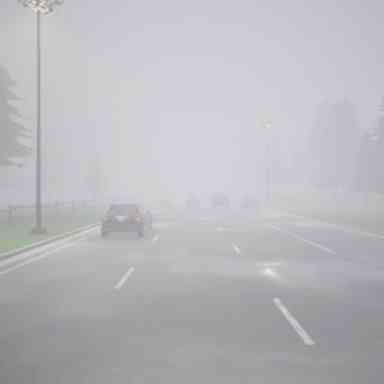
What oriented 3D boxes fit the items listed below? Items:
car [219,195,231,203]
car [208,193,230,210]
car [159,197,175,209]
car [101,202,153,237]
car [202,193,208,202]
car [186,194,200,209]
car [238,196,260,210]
[{"bbox_3d":[7.006,1.488,71.544,2.128,1.511,4.902,0,0,0],"label":"car"},{"bbox_3d":[3.600,1.199,42.841,2.150,2.045,5.566,0,0,0],"label":"car"},{"bbox_3d":[-3.399,1.455,46.099,1.882,1.535,5.008,0,0,0],"label":"car"},{"bbox_3d":[-3.399,1.343,18.109,2.097,1.767,4.553,0,0,0],"label":"car"},{"bbox_3d":[3.506,1.188,72.724,2.150,2.045,5.566,0,0,0],"label":"car"},{"bbox_3d":[0.101,1.454,46.165,1.882,1.535,5.008,0,0,0],"label":"car"},{"bbox_3d":[7.092,1.329,41.627,2.097,1.767,4.553,0,0,0],"label":"car"}]
